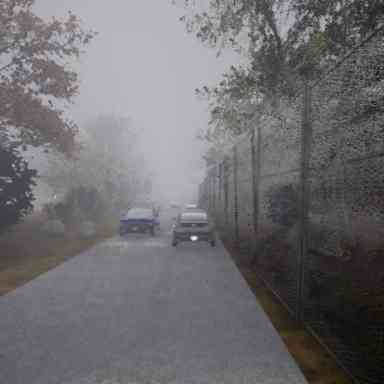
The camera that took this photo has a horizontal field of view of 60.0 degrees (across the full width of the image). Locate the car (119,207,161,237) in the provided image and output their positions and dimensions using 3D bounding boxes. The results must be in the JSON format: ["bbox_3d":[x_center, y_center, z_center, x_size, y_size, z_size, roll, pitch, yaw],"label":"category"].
[{"bbox_3d":[-2.869,1.597,19.119,1.882,1.535,5.008,0,-1,0],"label":"car"}]

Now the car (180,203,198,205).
[{"bbox_3d":[0.015,1.858,33.470,1.812,1.442,4.674,0,-1,0],"label":"car"}]

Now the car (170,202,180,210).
[{"bbox_3d":[-3.053,2.497,60.806,1.882,1.535,5.008,0,-2,0],"label":"car"}]

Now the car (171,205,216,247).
[{"bbox_3d":[0.080,1.589,15.567,1.837,1.490,4.892,0,0,0],"label":"car"}]
